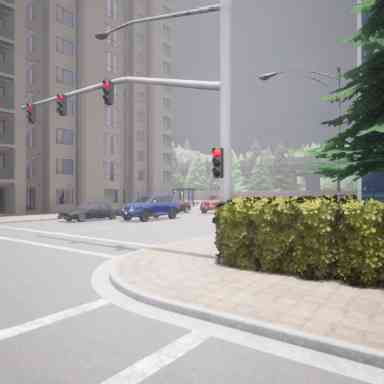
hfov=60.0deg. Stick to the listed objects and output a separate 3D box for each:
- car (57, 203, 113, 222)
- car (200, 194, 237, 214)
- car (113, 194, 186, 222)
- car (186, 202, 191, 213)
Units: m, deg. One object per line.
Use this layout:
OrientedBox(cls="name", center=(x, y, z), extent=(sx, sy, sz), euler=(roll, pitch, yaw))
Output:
OrientedBox(cls="car", center=(-7.901, 1.554, 26.568), extent=(2.033, 1.411, 5.357), euler=(0, 0, 36))
OrientedBox(cls="car", center=(3.064, 1.228, 35.589), extent=(2.150, 2.045, 5.566), euler=(0, 0, 36))
OrientedBox(cls="car", center=(-3.280, 1.228, 26.954), extent=(2.150, 2.045, 5.566), euler=(0, 0, 36))
OrientedBox(cls="car", center=(-2.098, 1.485, 34.477), extent=(1.882, 1.535, 5.008), euler=(0, 0, 36))
